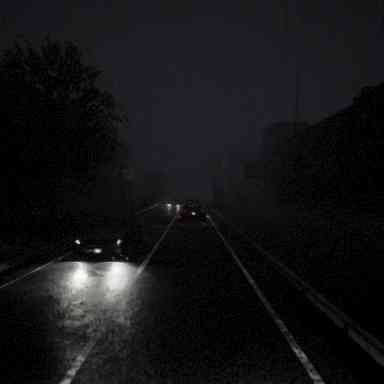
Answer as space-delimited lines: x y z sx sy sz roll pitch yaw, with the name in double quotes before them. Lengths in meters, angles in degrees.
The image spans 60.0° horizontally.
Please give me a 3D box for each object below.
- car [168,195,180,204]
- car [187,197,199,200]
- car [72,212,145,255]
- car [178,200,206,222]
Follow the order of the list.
"car" -3.028 1.305 56.735 1.812 1.442 4.674 0 1 0
"car" 0.118 1.418 42.675 1.837 1.490 4.892 0 0 0
"car" -3.098 1.559 13.579 2.033 1.411 5.357 0 0 0
"car" 0.111 1.564 26.698 1.994 1.385 4.181 0 0 0
